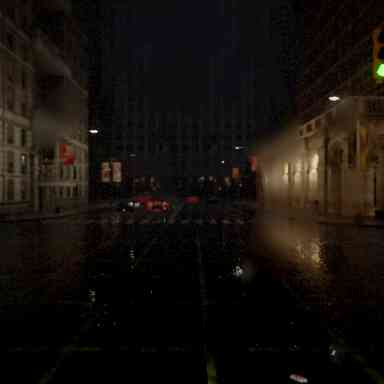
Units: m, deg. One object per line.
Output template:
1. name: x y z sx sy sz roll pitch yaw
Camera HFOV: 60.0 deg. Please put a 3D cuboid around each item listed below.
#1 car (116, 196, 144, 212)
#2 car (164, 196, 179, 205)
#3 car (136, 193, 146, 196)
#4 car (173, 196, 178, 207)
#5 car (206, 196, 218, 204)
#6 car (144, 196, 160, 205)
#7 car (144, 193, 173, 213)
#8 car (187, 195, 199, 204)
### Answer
1. car: -7.115 1.486 37.497 2.033 1.411 5.357 0 0 0
2. car: -3.400 1.399 56.139 2.128 1.511 4.902 0 0 1
3. car: -7.023 1.144 47.372 2.150 2.045 5.566 0 0 1
4. car: -3.550 1.472 46.040 2.033 1.411 5.357 0 0 1
5. car: 3.644 1.448 60.525 2.033 1.411 5.357 0 0 1
6. car: -6.883 1.453 57.800 2.033 1.411 5.357 0 0 1
7. car: -3.608 1.292 36.567 2.097 1.767 4.553 0 0 0
8. car: 0.144 1.253 60.528 2.097 1.767 4.553 0 0 1
